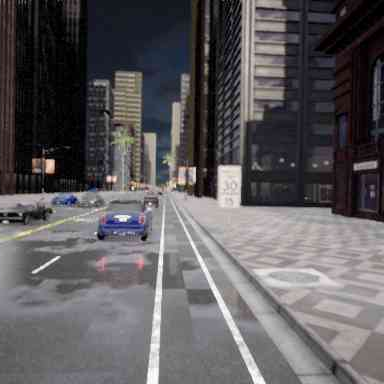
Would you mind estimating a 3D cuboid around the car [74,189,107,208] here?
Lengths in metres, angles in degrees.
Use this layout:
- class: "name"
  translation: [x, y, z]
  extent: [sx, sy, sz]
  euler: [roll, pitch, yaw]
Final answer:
- class: "car"
  translation: [-11.324, 0.822, 37.468]
  extent: [2.097, 1.767, 4.553]
  euler: [1, 1, -4]

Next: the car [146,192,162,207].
- class: "car"
  translation: [-5.062, 1.069, 41.264]
  extent: [1.837, 1.490, 4.892]
  euler: [1, 0, -5]

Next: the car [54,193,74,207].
- class: "car"
  translation: [-14.654, 0.878, 38.455]
  extent: [1.882, 1.535, 5.008]
  euler: [1, 0, -4]

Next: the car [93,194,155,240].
- class: "car"
  translation: [-3.030, 1.157, 15.855]
  extent: [2.097, 1.767, 4.553]
  euler: [1, 1, -5]

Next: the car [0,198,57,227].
- class: "car"
  translation: [-9.966, 1.244, 19.721]
  extent: [1.895, 1.301, 4.718]
  euler: [1, 0, -4]
